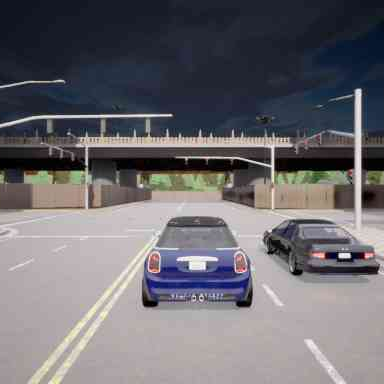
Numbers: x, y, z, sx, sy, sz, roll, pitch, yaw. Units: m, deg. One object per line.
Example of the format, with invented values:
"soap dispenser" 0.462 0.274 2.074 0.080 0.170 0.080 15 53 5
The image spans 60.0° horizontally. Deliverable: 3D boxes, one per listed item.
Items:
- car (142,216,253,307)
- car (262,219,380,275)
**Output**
"car" 0.100 1.352 8.135 2.097 1.767 4.553 0 0 0
"car" 3.600 1.547 10.356 2.033 1.411 5.357 0 0 0
